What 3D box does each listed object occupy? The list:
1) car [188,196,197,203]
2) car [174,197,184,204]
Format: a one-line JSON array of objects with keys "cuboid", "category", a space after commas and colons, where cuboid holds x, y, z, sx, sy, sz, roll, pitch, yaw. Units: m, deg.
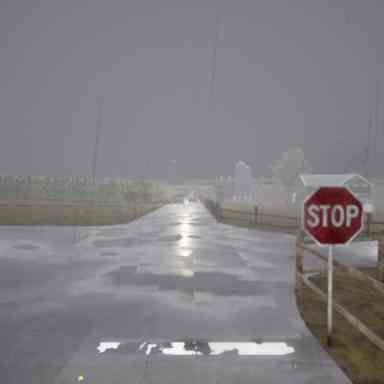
[{"cuboid": [0.181, 1.656, 71.945, 2.033, 1.411, 5.357, 0, 0, 0], "category": "car"}, {"cuboid": [-2.584, 1.655, 65.728, 2.033, 1.411, 5.357, 0, 0, 0], "category": "car"}]
